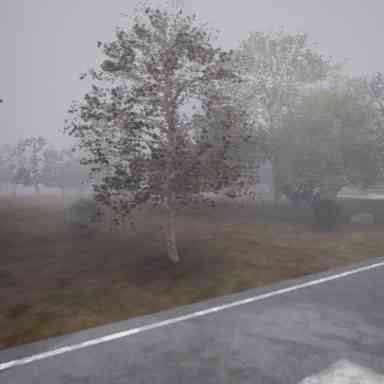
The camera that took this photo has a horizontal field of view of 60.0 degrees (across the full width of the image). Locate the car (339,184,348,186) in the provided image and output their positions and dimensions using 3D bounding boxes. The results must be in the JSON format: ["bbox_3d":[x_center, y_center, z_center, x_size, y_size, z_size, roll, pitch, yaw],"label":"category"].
[{"bbox_3d":[35.338,-1.830,78.780,4.674,1.442,1.812,-7,4,-36],"label":"car"}]
